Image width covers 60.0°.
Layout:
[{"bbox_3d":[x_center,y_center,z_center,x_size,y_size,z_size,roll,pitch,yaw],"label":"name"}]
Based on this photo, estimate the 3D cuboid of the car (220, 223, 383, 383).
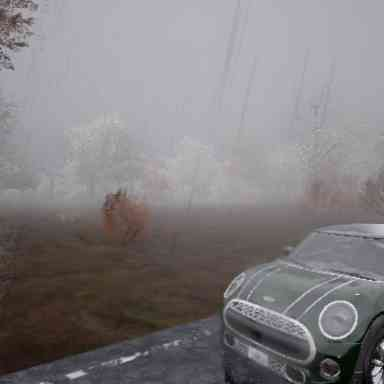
[{"bbox_3d":[2.605,1.339,5.235,4.553,1.767,2.097,0,0,-36],"label":"car"}]
